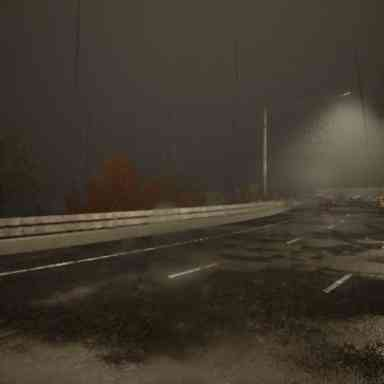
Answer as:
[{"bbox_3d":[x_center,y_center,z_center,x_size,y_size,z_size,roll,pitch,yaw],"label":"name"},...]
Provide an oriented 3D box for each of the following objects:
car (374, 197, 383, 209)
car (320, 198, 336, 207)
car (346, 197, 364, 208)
[{"bbox_3d":[26.125,1.424,45.187,1.882,1.535,5.008,0,0,19],"label":"car"},{"bbox_3d":[20.312,1.516,49.903,1.895,1.301,4.718,0,0,17],"label":"car"},{"bbox_3d":[23.157,1.423,47.407,2.128,1.511,4.902,0,0,17],"label":"car"}]
